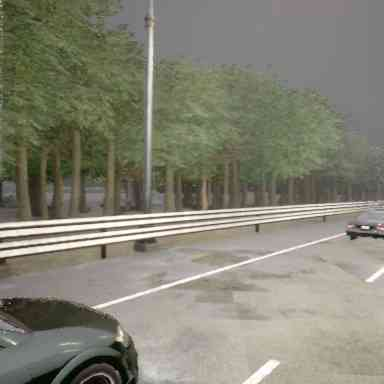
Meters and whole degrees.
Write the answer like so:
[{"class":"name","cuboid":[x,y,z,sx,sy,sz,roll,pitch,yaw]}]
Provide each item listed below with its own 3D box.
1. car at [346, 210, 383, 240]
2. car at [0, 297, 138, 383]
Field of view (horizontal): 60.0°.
[{"class":"car","cuboid":[9.241,1.610,16.394,2.033,1.411,5.357,1,0,42]},{"class":"car","cuboid":[-2.439,1.526,2.597,1.994,1.385,4.181,1,0,39]}]
